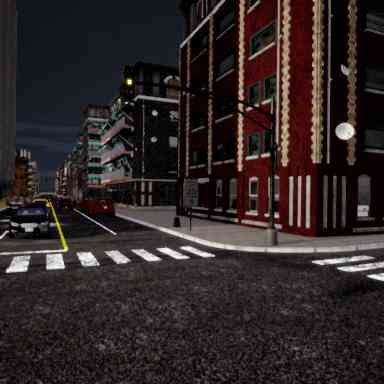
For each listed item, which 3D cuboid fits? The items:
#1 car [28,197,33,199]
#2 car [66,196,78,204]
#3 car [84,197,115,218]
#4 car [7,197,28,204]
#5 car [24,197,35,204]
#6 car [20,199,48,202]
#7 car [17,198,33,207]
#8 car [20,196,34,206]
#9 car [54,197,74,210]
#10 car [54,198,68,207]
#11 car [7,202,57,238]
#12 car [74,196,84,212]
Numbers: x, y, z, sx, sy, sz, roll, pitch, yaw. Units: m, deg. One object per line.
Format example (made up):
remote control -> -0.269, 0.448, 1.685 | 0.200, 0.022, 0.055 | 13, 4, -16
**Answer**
car -> -16.545, 1.549, 36.329 | 1.882, 1.535, 5.008 | 1, 0, -24
car -> -25.444, 1.673, 70.410 | 1.967, 1.590, 4.097 | 1, 0, -24
car -> -8.496, 1.439, 31.156 | 2.192, 1.841, 5.009 | 1, 0, -24
car -> -20.188, 1.595, 38.266 | 2.008, 1.369, 4.403 | 1, 0, -24
car -> -33.701, 1.709, 68.983 | 1.802, 1.307, 4.206 | 1, 0, -24
car -> -12.422, 1.571, 26.687 | 1.812, 1.442, 4.674 | 1, 0, -23
car -> -26.885, 1.637, 53.650 | 2.008, 1.369, 4.403 | 1, 0, -24
car -> -29.158, 1.540, 58.759 | 1.967, 1.590, 4.097 | 1, 0, -24
car -> -16.976, 1.634, 44.465 | 1.837, 1.490, 4.892 | 1, -1, -24
car -> -21.906, 1.722, 55.530 | 1.994, 1.385, 4.181 | 1, 0, -24
car -> -8.603, 1.512, 17.850 | 2.128, 1.511, 4.902 | 1, 0, -23
car -> -12.960, 1.467, 41.412 | 2.192, 1.841, 5.009 | 1, 0, -24
